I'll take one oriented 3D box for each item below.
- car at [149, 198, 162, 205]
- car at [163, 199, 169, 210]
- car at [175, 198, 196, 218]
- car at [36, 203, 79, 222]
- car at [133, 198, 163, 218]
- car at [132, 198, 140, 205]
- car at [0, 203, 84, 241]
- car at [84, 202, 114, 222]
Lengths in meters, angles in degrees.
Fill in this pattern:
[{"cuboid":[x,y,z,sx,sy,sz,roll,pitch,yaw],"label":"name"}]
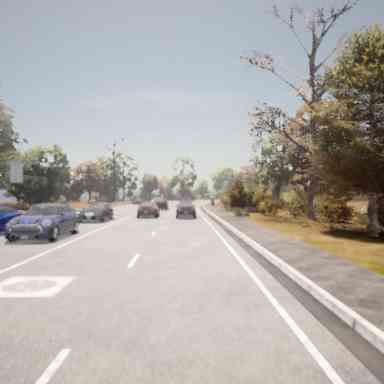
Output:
[{"cuboid":[-7.267,1.865,66.682,1.812,1.442,4.674,0,0,5],"label":"car"},{"cuboid":[-4.343,1.676,47.161,1.882,1.535,5.008,0,0,0],"label":"car"},{"cuboid":[-0.567,1.608,31.007,1.812,1.442,4.674,0,0,-1],"label":"car"},{"cuboid":[-11.097,1.644,27.791,1.994,1.385,4.181,0,0,-1],"label":"car"},{"cuboid":[-4.078,1.615,31.370,1.812,1.442,4.674,0,0,-2],"label":"car"},{"cuboid":[-10.747,1.900,67.086,1.994,1.385,4.181,0,0,5],"label":"car"},{"cuboid":[-7.307,1.381,16.654,2.097,1.767,4.553,0,0,-1],"label":"car"},{"cuboid":[-7.568,1.561,26.737,2.128,1.511,4.902,0,0,-1],"label":"car"}]
